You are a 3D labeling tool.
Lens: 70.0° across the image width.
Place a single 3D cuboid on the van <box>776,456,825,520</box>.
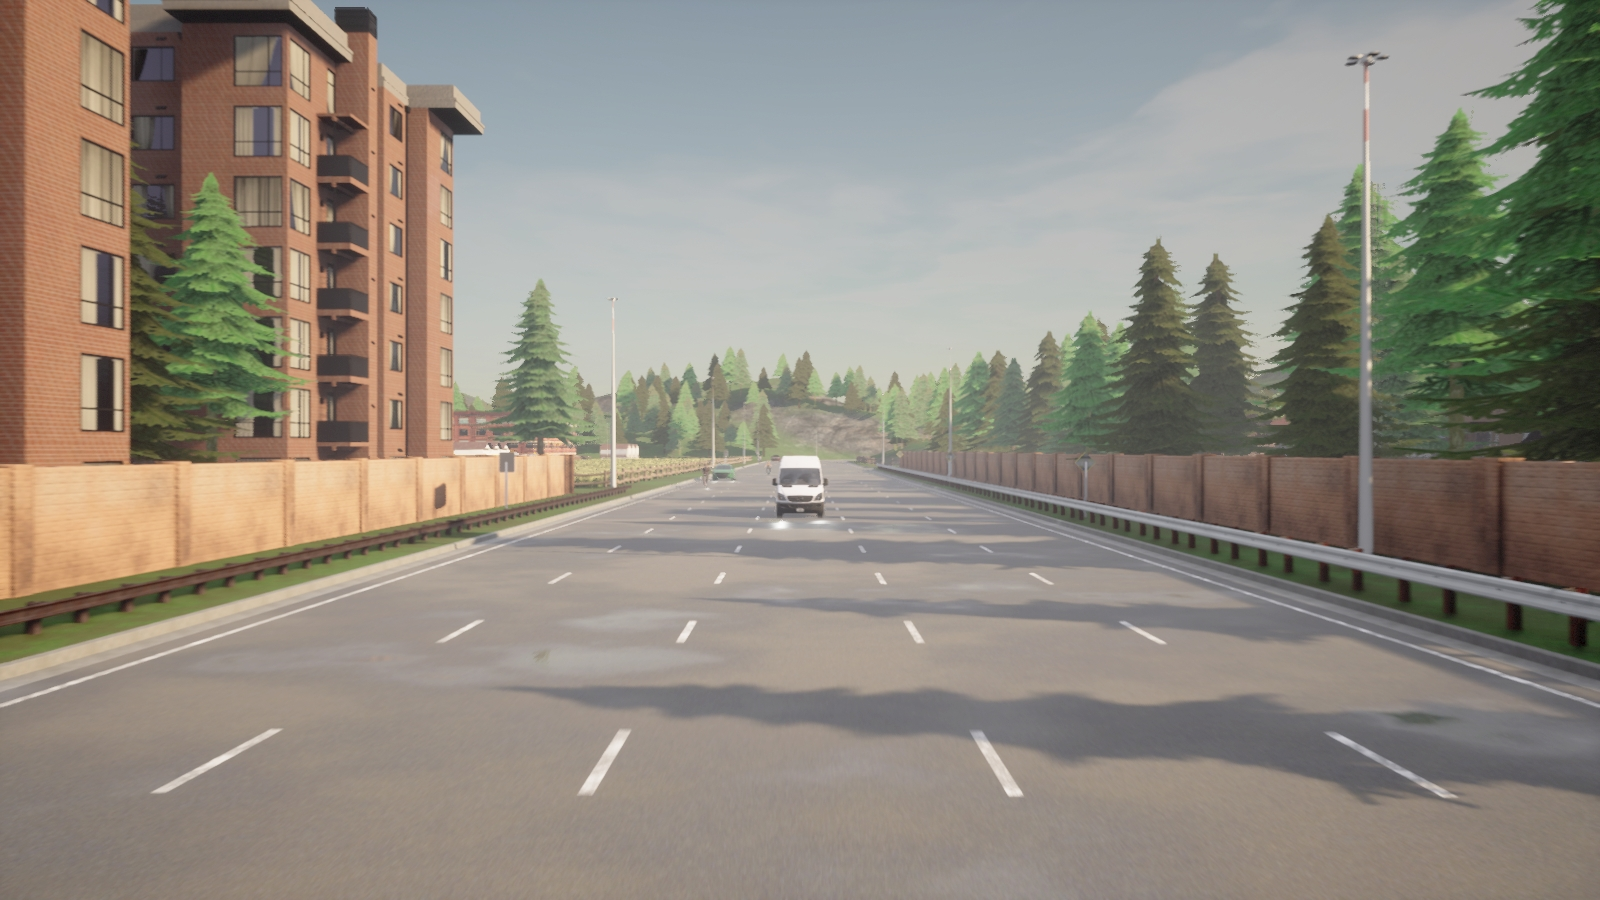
[{"bbox_3d":[0.013,1.534,48.892,1.988,2.561,5.915,0,0,0],"label":"van"}]
